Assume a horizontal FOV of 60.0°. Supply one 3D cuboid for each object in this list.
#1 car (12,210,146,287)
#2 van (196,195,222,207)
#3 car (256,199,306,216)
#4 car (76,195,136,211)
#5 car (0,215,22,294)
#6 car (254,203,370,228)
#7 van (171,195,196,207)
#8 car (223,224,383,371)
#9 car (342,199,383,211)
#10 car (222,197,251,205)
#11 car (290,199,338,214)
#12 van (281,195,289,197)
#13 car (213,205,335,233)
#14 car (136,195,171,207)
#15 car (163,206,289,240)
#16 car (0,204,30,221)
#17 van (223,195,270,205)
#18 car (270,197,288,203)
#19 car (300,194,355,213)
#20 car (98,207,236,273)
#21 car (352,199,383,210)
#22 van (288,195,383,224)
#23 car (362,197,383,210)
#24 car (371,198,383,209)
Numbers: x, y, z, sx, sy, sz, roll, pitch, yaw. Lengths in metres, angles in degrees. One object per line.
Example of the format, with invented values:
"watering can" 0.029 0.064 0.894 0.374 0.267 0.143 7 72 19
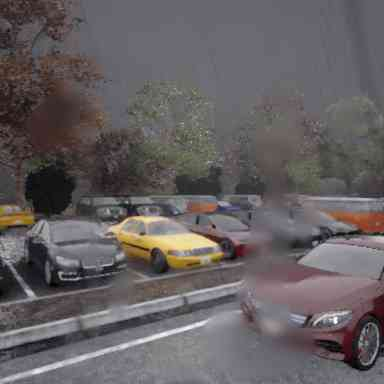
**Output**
"car" -3.549 1.504 9.666 2.231 1.521 4.892 0 0 -35
"van" 0.191 1.272 28.499 1.878 1.987 4.442 0 0 -35
"car" 9.168 1.545 34.766 2.163 1.488 4.792 0 0 -35
"car" -6.500 1.249 23.570 2.435 2.045 5.566 0 0 -35
"car" -5.805 1.504 8.049 2.231 1.521 4.892 0 0 -35
"car" 5.526 1.529 16.067 2.163 1.488 4.792 0 0 -35
"van" -1.932 1.273 26.705 1.878 1.987 4.442 0 0 -35
"car" 2.956 1.526 5.793 4.674 1.442 1.812 0 0 -35
"car" 22.837 1.687 44.435 2.002 1.452 4.674 1 0 -35
"car" 2.514 1.497 30.012 2.097 1.535 5.008 0 0 -35
"car" 13.819 1.584 37.999 2.163 1.488 4.792 1 0 -35
"van" 11.377 1.307 36.443 1.878 1.987 4.442 0 0 -35
"car" 3.263 1.530 14.459 2.163 1.488 4.792 0 0 -35
"car" -4.242 1.248 25.174 2.435 2.045 5.566 0 0 -35
"car" 0.999 1.530 12.852 2.163 1.488 4.792 0 0 -35
"car" -11.032 1.502 20.380 2.097 1.535 5.008 0 0 -35
"van" 4.852 1.273 31.533 1.878 1.987 4.442 0 0 -36
"car" 7.015 1.534 33.238 2.163 1.488 4.792 0 0 -35
"car" 16.046 1.326 39.651 2.435 2.045 5.566 1 0 -35
"car" -1.174 1.499 11.117 1.946 1.575 5.366 0 0 -35
"car" 25.111 1.700 46.017 2.163 1.488 4.792 1 0 -35
"van" 7.705 1.273 17.793 1.878 1.987 4.442 0 0 -35
"car" 27.234 1.567 47.599 2.185 1.767 4.553 1 0 -35
"car" 29.514 1.716 49.173 2.097 1.535 5.008 1 0 -35
